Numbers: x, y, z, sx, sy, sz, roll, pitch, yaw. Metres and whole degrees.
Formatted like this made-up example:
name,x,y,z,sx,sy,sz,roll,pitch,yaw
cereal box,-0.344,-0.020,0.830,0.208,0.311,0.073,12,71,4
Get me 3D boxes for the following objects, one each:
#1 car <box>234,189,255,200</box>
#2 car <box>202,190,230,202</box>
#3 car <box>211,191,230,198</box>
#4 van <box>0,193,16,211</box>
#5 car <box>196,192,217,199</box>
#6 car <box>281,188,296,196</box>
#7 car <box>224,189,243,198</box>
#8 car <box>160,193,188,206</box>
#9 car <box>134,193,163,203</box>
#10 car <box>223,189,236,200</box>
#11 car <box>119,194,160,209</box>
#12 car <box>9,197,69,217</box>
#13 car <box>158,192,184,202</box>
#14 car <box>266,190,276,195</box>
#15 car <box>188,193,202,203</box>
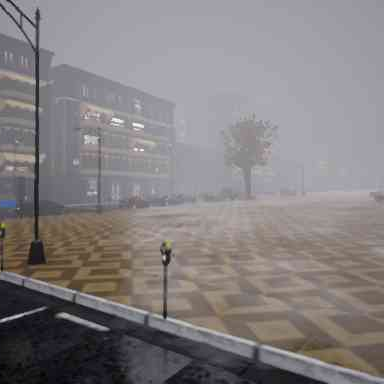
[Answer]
name,x,y,z,sx,sy,sz,roll,pitch,yaw
car,9.856,0.673,59.988,1.752,1.417,4.829,2,2,35
car,3.419,0.874,50.691,2.008,1.369,4.403,2,2,35
car,5.942,0.524,69.057,1.752,1.417,4.829,2,2,35
van,-19.317,1.033,32.561,1.690,1.788,3.998,2,2,35
car,2.869,0.648,64.619,1.947,1.339,4.313,2,2,35
car,23.160,0.007,79.743,2.150,2.045,5.566,1,1,35
car,9.211,0.225,73.770,2.192,1.841,5.009,2,2,35
car,-2.921,1.048,41.533,2.008,1.369,4.403,2,2,35
car,-6.641,0.908,50.882,1.947,1.339,4.313,2,2,35
car,7.361,0.392,61.126,2.150,2.045,5.566,1,1,35
car,-6.091,1.130,36.954,1.887,1.381,4.507,2,2,35
car,-12.429,1.326,27.798,1.947,1.339,4.313,2,2,35
car,-3.471,0.806,55.461,2.008,1.369,4.403,2,2,35
car,21.887,0.113,92.091,1.887,1.381,4.507,2,2,35
car,-1.194,0.863,48.772,2.128,1.511,4.902,1,1,35
